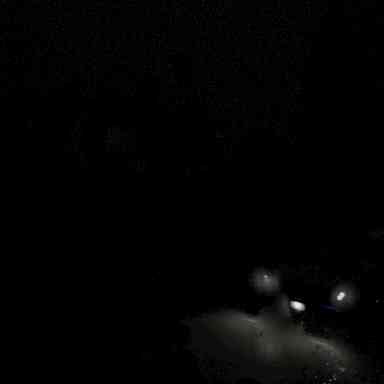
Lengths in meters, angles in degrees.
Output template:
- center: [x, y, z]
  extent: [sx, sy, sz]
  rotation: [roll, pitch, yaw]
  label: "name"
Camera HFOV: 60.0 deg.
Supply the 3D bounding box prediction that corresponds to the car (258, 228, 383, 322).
- center: [3.731, 1.582, 7.587]
  extent: [5.357, 1.411, 2.033]
  rotation: [0, 0, -44]
  label: "car"
